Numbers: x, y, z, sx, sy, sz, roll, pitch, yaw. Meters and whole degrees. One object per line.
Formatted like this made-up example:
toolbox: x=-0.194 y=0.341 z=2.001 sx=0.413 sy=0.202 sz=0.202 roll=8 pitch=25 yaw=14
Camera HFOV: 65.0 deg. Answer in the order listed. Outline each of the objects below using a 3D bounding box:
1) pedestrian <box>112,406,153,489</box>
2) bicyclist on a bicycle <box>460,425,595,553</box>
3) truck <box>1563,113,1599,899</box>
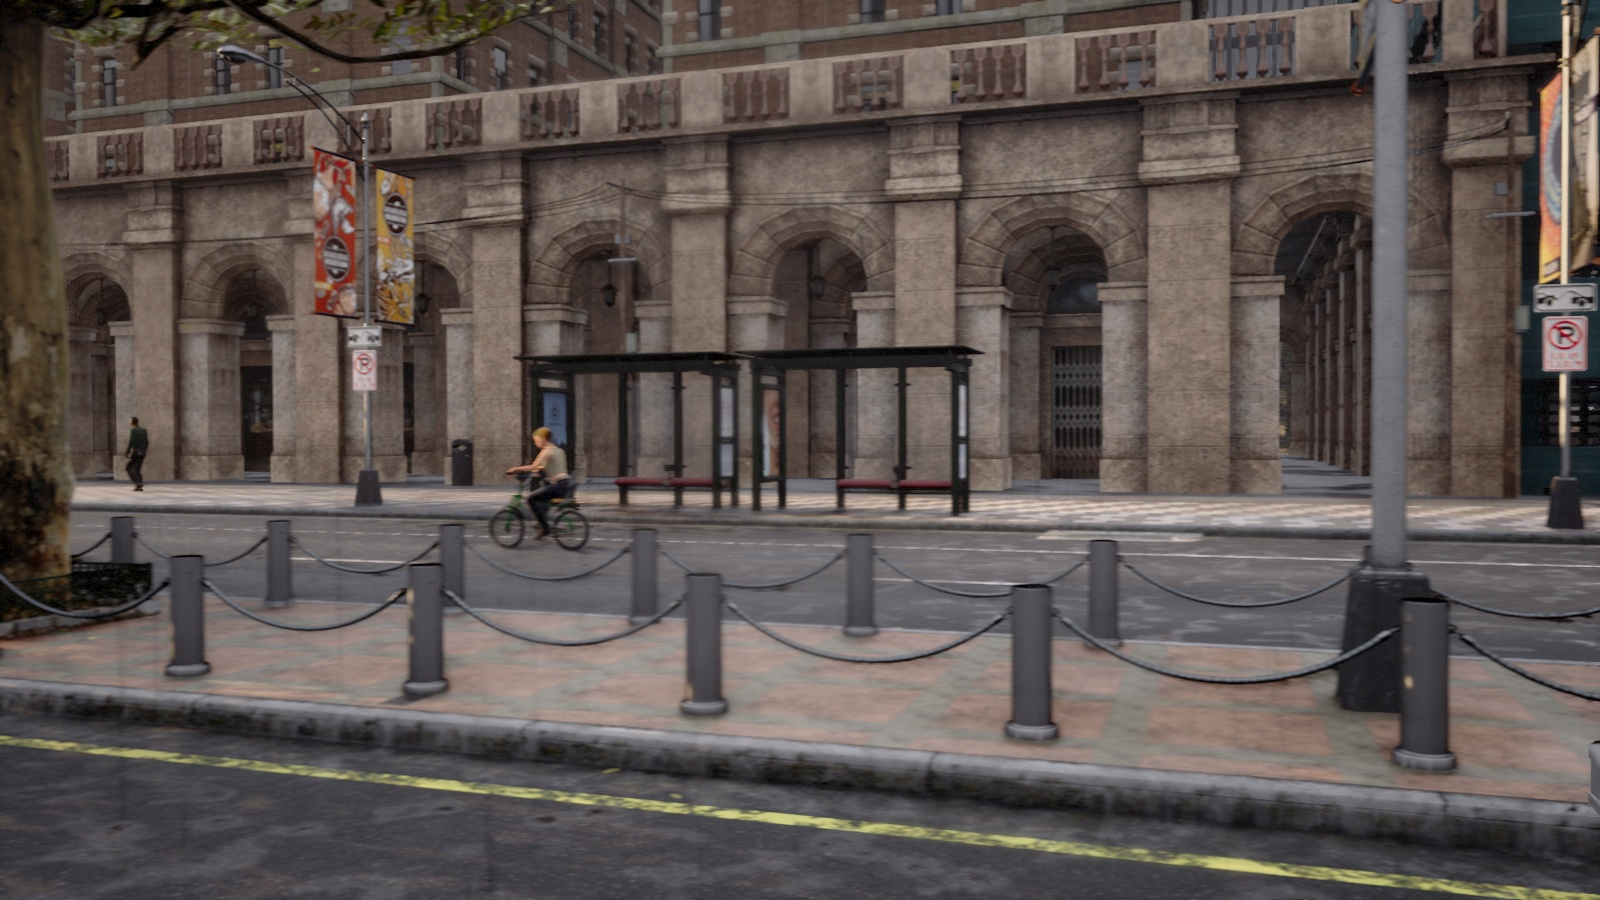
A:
pedestrian: x=-15.854 y=-0.054 z=29.840 sx=0.788 sy=1.949 sz=0.423 roll=1 pitch=1 yaw=19
bicyclist on a bicycle: x=-3.579 y=0.485 z=16.522 sx=1.509 sy=1.612 sz=0.866 roll=1 pitch=1 yaw=19
truck: x=4.365 y=0.329 z=1.717 sx=5.204 sy=2.467 sz=2.627 roll=1 pitch=1 yaw=19
